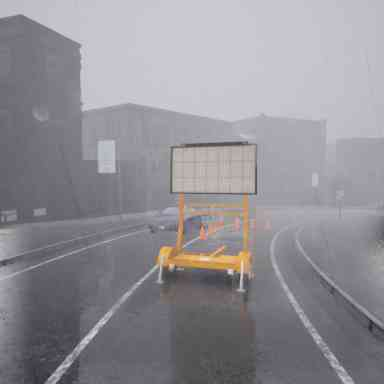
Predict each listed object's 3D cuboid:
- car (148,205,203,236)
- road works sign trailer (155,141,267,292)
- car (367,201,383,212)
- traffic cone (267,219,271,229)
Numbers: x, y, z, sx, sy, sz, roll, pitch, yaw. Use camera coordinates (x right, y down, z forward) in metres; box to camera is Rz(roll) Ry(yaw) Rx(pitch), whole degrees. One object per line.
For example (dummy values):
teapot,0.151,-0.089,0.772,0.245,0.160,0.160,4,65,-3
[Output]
car,-0.713,1.454,18.248,1.812,1.442,4.674,1,0,19
road works sign trailer,0.608,0.457,9.147,2.380,3.560,2.880,1,0,18
car,28.472,2.175,49.926,4.902,1.511,2.128,2,3,-23
traffic cone,4.835,2.015,21.040,0.340,0.580,0.340,2,0,14
